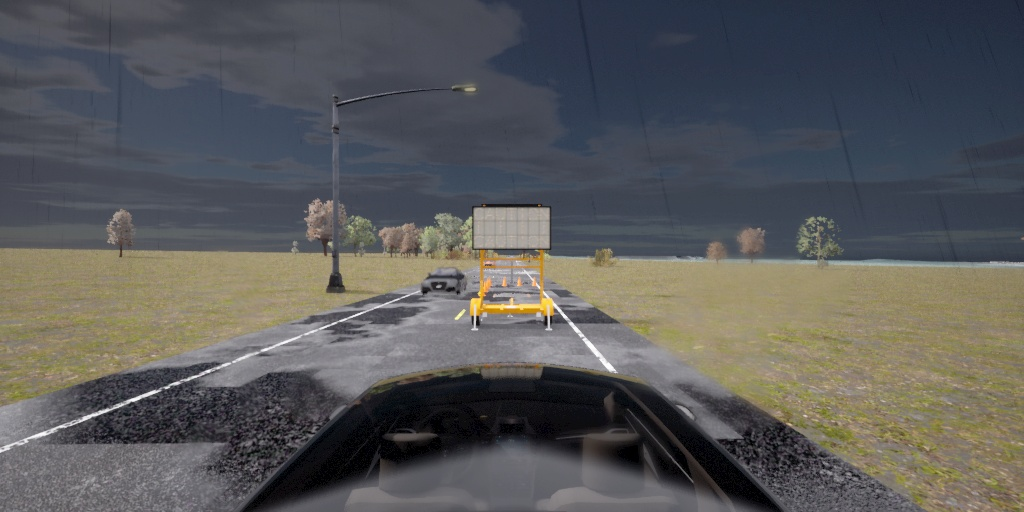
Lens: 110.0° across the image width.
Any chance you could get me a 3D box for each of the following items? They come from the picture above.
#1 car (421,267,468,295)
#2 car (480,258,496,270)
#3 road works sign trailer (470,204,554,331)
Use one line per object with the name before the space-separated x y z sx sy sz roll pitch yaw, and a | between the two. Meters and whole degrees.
car | -3.609 1.315 19.682 1.994 1.385 4.181 0 0 0
car | -3.526 1.106 53.486 2.097 1.767 4.553 0 0 0
road works sign trailer | -0.005 0.215 11.033 2.380 3.560 2.880 0 0 0
